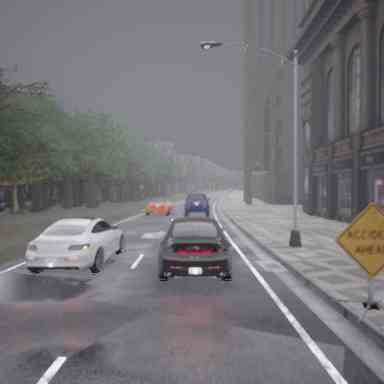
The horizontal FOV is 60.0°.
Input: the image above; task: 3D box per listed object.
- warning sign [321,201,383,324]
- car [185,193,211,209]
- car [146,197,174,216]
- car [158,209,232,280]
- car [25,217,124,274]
[{"bbox_3d":[3.055,1.103,5.672,1.300,1.860,1.060,0,0,0],"label":"warning sign"},{"bbox_3d":[0.513,1.128,30.746,2.150,2.045,5.566,0,0,2],"label":"car"},{"bbox_3d":[-2.951,1.255,31.579,2.097,1.767,4.553,0,0,2],"label":"car"},{"bbox_3d":[0.082,1.481,9.853,1.837,1.490,4.892,0,1,0],"label":"car"},{"bbox_3d":[-3.414,1.498,10.387,1.812,1.442,4.674,0,0,0],"label":"car"}]
